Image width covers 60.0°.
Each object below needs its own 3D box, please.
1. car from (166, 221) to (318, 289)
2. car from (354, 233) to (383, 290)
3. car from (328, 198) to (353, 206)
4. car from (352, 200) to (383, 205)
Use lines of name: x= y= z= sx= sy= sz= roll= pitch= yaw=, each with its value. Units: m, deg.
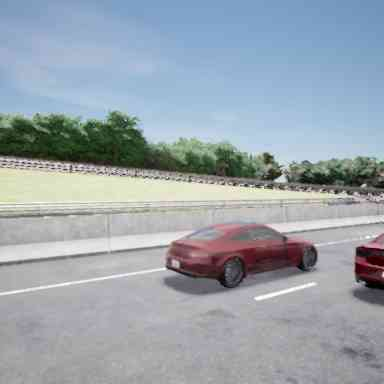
car: x=1.499 y=1.527 z=9.168 sx=4.674 sy=1.442 sz=1.812 roll=0 pitch=0 yaw=-35
car: x=5.897 y=1.479 z=7.974 sx=5.008 sy=1.535 sz=1.882 roll=0 pitch=0 yaw=-35
car: x=20.124 y=1.557 z=43.954 sx=5.357 sy=1.411 sz=2.033 roll=0 pitch=0 yaw=-35
car: x=22.400 y=1.610 z=41.273 sx=4.718 sy=1.301 sz=1.895 roll=0 pitch=0 yaw=-35
